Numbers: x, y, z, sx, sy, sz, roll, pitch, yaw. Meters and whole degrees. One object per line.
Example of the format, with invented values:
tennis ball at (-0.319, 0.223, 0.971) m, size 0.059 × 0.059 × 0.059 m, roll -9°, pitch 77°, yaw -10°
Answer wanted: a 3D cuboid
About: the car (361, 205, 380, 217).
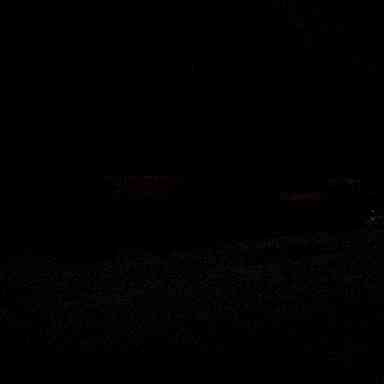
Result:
car at (18.764, 2.087, 37.772) m, size 1.812 × 1.442 × 4.674 m, roll -1°, pitch -1°, yaw -35°
